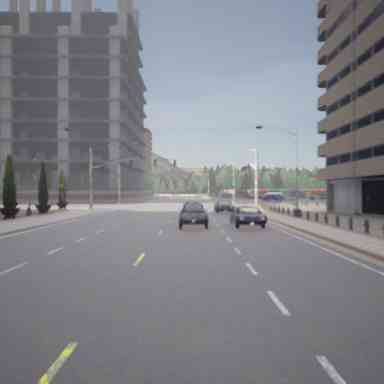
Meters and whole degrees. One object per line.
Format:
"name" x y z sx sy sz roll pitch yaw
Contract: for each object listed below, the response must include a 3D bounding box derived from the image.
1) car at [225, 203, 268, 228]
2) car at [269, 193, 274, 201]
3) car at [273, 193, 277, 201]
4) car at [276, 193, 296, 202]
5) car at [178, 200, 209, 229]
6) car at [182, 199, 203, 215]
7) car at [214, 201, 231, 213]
"car" 3.573 1.607 22.008 1.895 1.301 4.718 0 0 0
"car" 24.176 1.233 90.182 4.605 1.855 1.932 0 0 0
"car" 24.242 1.443 87.499 3.905 1.438 1.784 0 0 0
"car" 24.258 1.474 84.604 3.806 1.475 1.970 0 0 0
"car" 0.093 1.497 21.760 2.128 1.511 4.902 0 0 0
"car" -0.001 1.556 35.280 2.033 1.411 5.357 0 0 -1
"car" 3.479 1.611 36.806 1.895 1.301 4.718 0 0 0
